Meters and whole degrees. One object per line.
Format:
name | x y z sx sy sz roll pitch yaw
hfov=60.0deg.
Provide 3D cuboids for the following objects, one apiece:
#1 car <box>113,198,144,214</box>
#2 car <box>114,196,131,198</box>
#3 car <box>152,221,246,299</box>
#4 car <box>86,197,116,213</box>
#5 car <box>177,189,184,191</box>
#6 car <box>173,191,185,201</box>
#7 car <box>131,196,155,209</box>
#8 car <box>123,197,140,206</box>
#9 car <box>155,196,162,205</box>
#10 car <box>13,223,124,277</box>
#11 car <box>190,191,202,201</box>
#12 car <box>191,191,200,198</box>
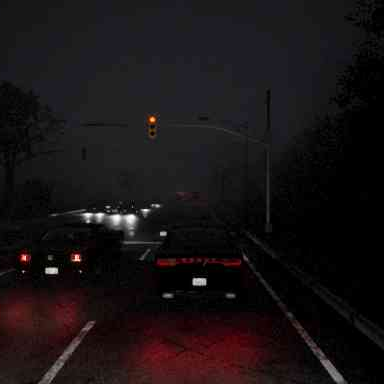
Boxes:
car | -6.765 1.595 35.971 1.895 1.301 4.718 0 0 1
car | -10.152 1.345 45.651 2.097 1.767 4.553 0 0 1
car | 0.152 1.476 8.505 1.882 1.535 5.008 0 0 0
car | -10.250 1.558 37.050 1.994 1.385 4.181 0 0 1
car | -2.698 0.161 77.229 2.097 1.767 4.553 0 3 1
car | -2.815 1.059 66.851 2.033 1.411 5.357 0 3 1
car | -6.659 1.557 45.184 1.994 1.385 4.181 0 0 1
car | -10.031 1.512 55.602 1.994 1.385 4.181 0 1 1
car | -6.490 1.446 58.433 1.994 1.385 4.181 0 2 1
car | -3.374 1.599 10.181 1.895 1.301 4.718 0 0 -1
car | 0.785 0.727 66.920 2.150 2.045 5.566 0 3 1
car | 0.807 0.549 77.585 1.895 1.301 4.718 0 3 1
